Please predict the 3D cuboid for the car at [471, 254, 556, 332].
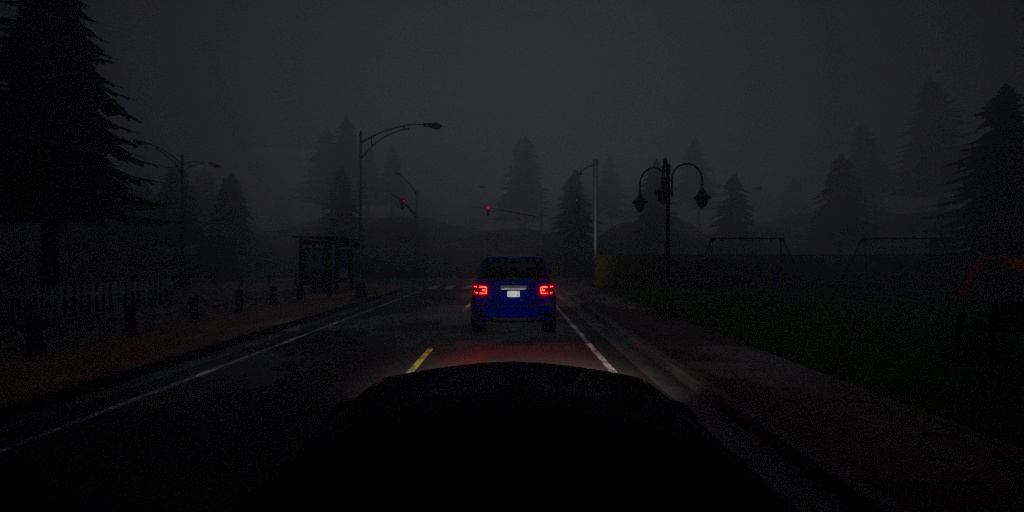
[{"bbox_3d":[0.057,0.971,10.981,2.150,2.045,5.566,0,0,0],"label":"car"}]
